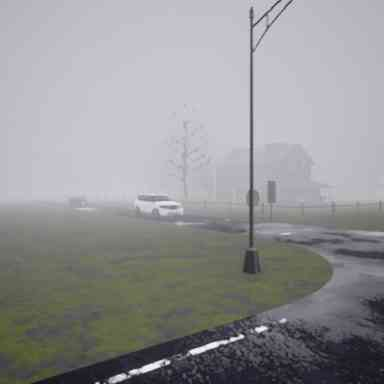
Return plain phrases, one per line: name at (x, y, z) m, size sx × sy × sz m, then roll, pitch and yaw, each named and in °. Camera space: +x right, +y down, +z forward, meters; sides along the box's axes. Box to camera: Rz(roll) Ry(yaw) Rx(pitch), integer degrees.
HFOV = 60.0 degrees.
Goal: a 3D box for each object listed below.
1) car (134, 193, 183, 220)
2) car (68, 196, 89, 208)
car at (-2.967, 1.149, 28.039) m, size 2.150 × 2.045 × 5.566 m, roll 0°, pitch 0°, yaw -35°
car at (-15.883, 1.364, 46.409) m, size 2.128 × 1.511 × 4.902 m, roll 0°, pitch 0°, yaw -35°
